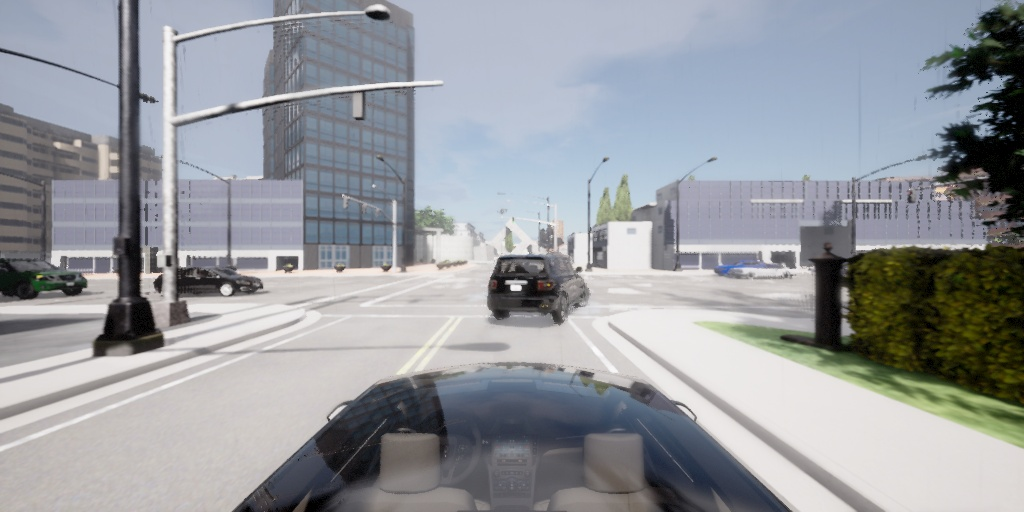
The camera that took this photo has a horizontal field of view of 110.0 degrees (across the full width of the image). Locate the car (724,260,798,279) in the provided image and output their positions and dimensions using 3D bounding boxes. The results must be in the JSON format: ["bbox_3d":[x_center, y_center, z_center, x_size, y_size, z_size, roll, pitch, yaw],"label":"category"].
[{"bbox_3d":[20.748,1.246,29.755,4.718,1.301,1.895,0,0,0],"label":"car"}]

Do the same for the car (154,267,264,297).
[{"bbox_3d":[-15.734,1.320,18.779,4.892,1.490,1.837,-1,0,0],"label":"car"}]

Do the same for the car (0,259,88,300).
[{"bbox_3d":[-25.798,1.156,18.702,5.566,2.045,2.150,-1,0,0],"label":"car"}]

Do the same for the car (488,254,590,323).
[{"bbox_3d":[1.082,0.957,12.325,2.150,2.045,5.566,-1,0,21],"label":"car"}]

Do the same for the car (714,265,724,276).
[{"bbox_3d":[21.431,1.115,33.263,5.008,1.535,1.882,0,0,-1],"label":"car"}]

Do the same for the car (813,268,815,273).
[{"bbox_3d":[31.248,1.093,33.335,5.357,1.411,2.033,-1,0,0],"label":"car"}]

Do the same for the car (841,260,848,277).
[{"bbox_3d":[29.842,0.928,29.822,4.553,1.767,2.097,-1,0,0],"label":"car"}]
